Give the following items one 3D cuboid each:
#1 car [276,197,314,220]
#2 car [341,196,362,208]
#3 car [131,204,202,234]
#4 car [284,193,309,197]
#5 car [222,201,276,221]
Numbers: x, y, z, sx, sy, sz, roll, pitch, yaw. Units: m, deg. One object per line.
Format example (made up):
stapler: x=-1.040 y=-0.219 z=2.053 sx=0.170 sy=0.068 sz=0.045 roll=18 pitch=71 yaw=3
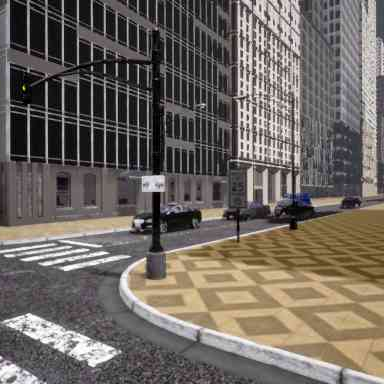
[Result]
car: x=8.325 y=1.397 z=26.797 sx=2.128 sy=1.511 sz=4.902 roll=0 pitch=0 yaw=37
car: x=21.012 y=1.346 z=43.791 sx=1.837 sy=1.490 sz=4.892 roll=0 pitch=0 yaw=37
car: x=-1.349 y=1.447 z=19.218 sx=2.128 sy=1.511 sz=4.902 roll=0 pitch=0 yaw=37
car: x=10.986 y=1.113 z=35.670 sx=2.150 sy=2.045 sz=5.566 roll=0 pitch=0 yaw=37
car: x=4.570 y=1.472 z=27.120 sx=2.033 sy=1.411 sz=5.357 roll=0 pitch=0 yaw=37
